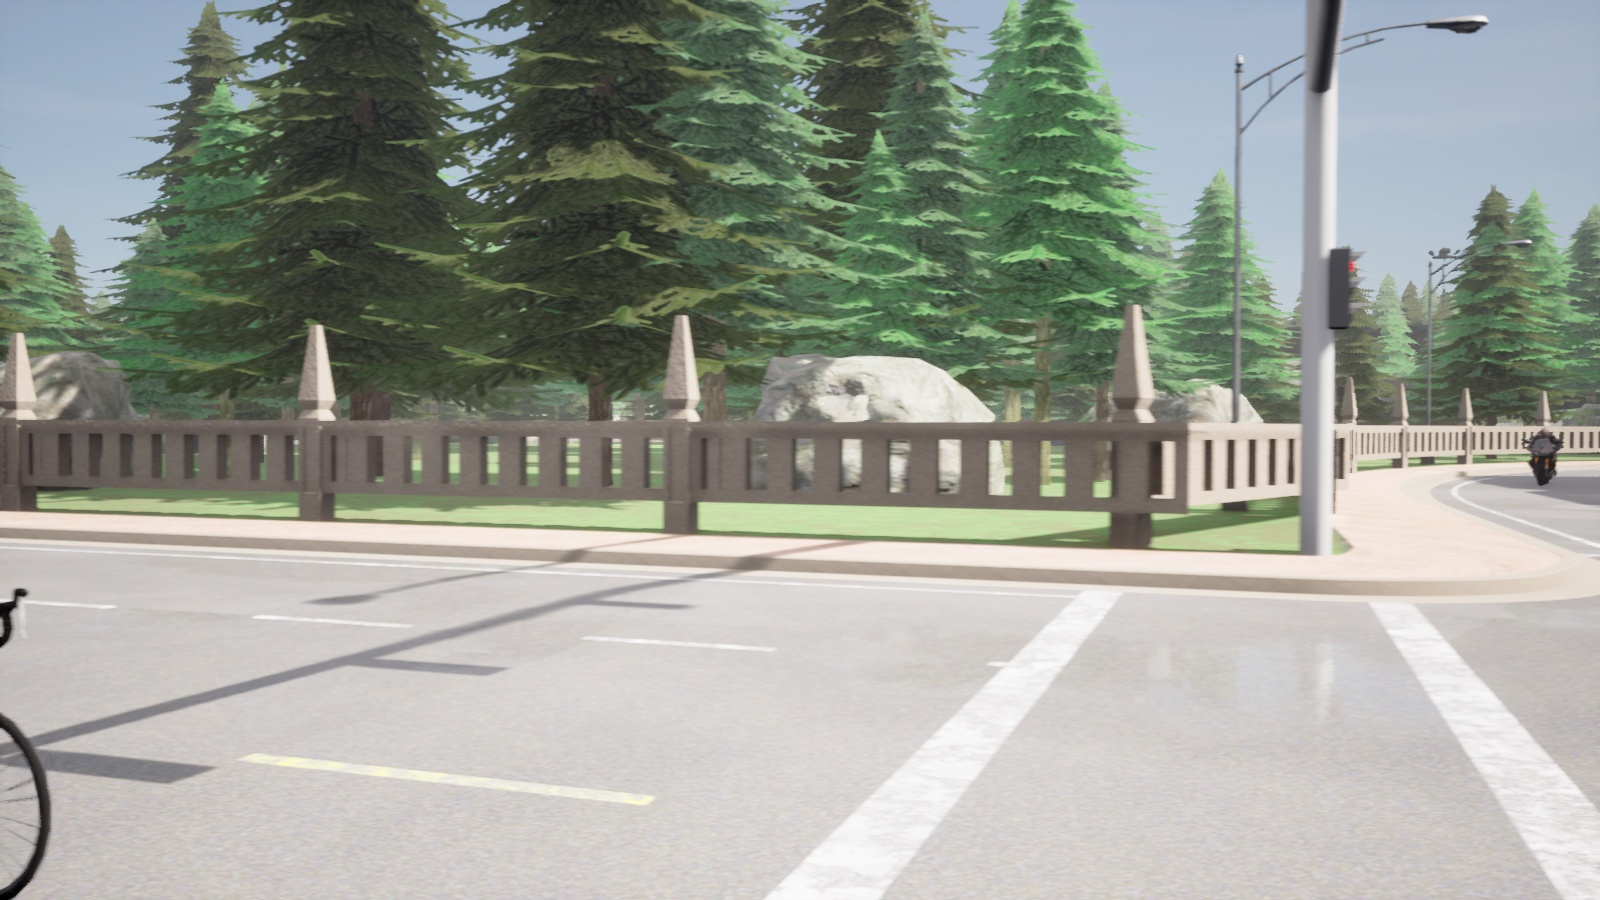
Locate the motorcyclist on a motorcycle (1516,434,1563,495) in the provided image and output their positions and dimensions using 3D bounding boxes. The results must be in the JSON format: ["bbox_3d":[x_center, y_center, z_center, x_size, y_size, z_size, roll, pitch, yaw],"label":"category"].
[{"bbox_3d":[19.459,0.359,33.015,0.866,1.530,2.191,2,2,35],"label":"motorcyclist on a motorcycle"}]

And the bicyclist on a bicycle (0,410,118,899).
[{"bbox_3d":[-3.207,0.665,4.269,1.656,1.620,0.582,1,1,19],"label":"bicyclist on a bicycle"}]
